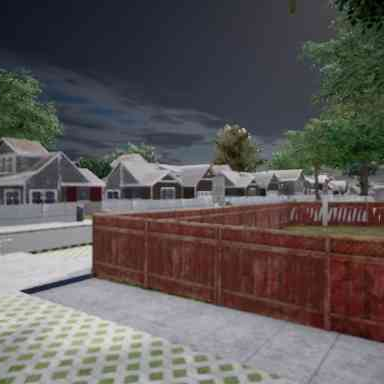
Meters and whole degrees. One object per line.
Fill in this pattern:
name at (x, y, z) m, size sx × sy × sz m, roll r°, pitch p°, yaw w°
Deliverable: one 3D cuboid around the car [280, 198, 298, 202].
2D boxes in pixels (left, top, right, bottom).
car at (13.725, 1.504, 47.043) m, size 1.994 × 1.385 × 4.181 m, roll 0°, pitch 0°, yaw 36°
